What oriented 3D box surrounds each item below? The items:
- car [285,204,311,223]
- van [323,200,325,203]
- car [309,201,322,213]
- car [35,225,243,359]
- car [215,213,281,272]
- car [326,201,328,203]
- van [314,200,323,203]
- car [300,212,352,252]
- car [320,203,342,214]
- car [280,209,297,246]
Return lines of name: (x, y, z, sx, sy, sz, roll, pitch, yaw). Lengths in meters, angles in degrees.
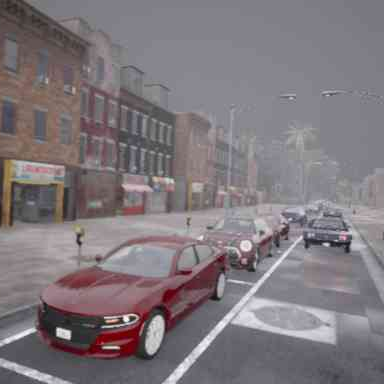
car: (8.255, 1.916, 27.010, 1.812, 1.442, 4.674, 3, 0, 23)
van: (21.004, 2.374, 56.245, 1.690, 1.788, 3.998, 3, 0, 23)
car: (16.663, 2.389, 46.213, 1.802, 1.307, 4.206, 3, 0, 23)
car: (-0.652, 1.510, 6.087, 1.887, 1.381, 4.507, 3, 0, 23)
car: (1.515, 1.508, 11.104, 1.967, 1.590, 4.097, 3, 0, 23)
car: (27.489, 2.922, 71.293, 2.008, 1.369, 4.403, 3, 0, 23)
van: (18.839, 2.261, 51.230, 1.690, 1.788, 3.998, 3, 0, 23)
car: (6.425, 1.905, 15.671, 1.895, 1.301, 4.718, 3, 0, 24)
car: (16.418, 2.351, 38.799, 1.994, 1.385, 4.181, 3, 0, 24)
car: (3.676, 1.716, 16.120, 1.887, 1.381, 4.507, 3, 0, 23)
